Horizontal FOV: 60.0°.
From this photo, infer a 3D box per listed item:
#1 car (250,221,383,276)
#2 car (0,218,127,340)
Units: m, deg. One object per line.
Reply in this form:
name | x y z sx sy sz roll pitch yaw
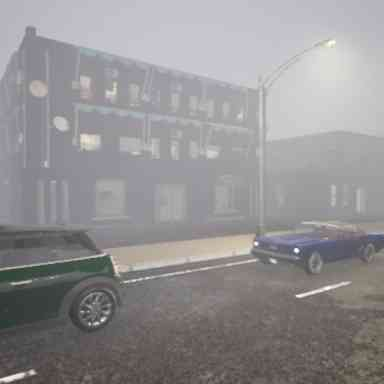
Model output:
car | 4.081 1.628 10.584 4.718 1.301 1.895 0 0 -35
car | -3.443 1.352 5.220 4.553 1.767 2.097 0 0 -35
